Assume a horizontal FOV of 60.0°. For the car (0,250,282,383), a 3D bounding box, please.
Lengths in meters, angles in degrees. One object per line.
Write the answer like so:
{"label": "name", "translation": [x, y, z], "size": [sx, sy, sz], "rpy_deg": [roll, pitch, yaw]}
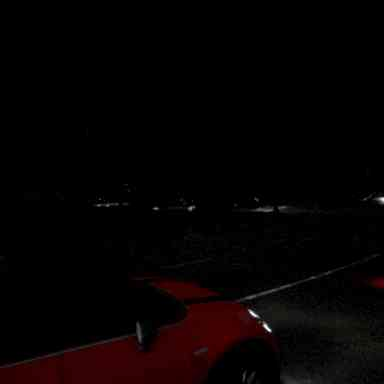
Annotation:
{"label": "car", "translation": [-1.262, 1.356, 3.044], "size": [4.553, 1.767, 2.097], "rpy_deg": [0, 0, -36]}

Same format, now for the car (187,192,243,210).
{"label": "car", "translation": [2.373, 1.042, 35.038], "size": [4.902, 1.511, 2.128], "rpy_deg": [0, 2, 34]}

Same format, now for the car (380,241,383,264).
{"label": "car", "translation": [7.393, 1.475, 10.100], "size": [4.181, 1.385, 1.994], "rpy_deg": [-1, 1, -42]}

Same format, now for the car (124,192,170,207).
{"label": "car", "translation": [-5.507, 0.967, 40.369], "size": [5.008, 1.535, 1.882], "rpy_deg": [1, 3, 34]}

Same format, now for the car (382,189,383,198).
{"label": "car", "translation": [28.065, -0.077, 46.845], "size": [1.882, 1.535, 5.008], "rpy_deg": [-1, 2, 32]}

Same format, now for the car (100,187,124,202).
{"label": "car", "translation": [-11.473, 0.359, 48.617], "size": [5.566, 2.045, 2.150], "rpy_deg": [2, 3, 34]}

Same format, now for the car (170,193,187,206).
{"label": "car", "translation": [-1.605, 0.886, 41.954], "size": [4.892, 1.490, 1.837], "rpy_deg": [1, 3, 34]}

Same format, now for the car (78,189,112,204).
{"label": "car", "translation": [-13.745, 0.766, 45.945], "size": [4.892, 1.490, 1.837], "rpy_deg": [3, 4, 34]}

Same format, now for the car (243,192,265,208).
{"label": "car", "translation": [5.705, 0.760, 37.028], "size": [4.553, 1.767, 2.097], "rpy_deg": [0, 2, 33]}
